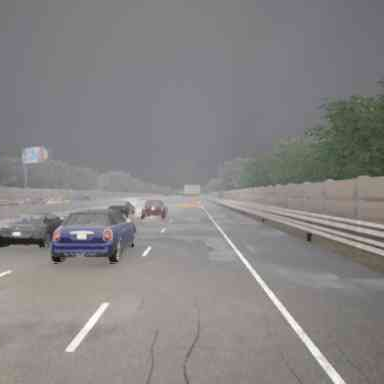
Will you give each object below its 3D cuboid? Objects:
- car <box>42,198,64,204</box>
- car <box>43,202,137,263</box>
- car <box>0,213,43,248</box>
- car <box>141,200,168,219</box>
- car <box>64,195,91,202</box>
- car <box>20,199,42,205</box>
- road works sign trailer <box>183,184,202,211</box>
[{"bbox_3d":[-21.045,1.757,52.117,1.882,1.535,5.008,0,0,0],"label":"car"},{"bbox_3d":[-3.398,1.404,12.371,2.097,1.767,4.553,0,0,0],"label":"car"},{"bbox_3d":[-6.897,1.629,15.090,1.994,1.385,4.181,0,0,0],"label":"car"},{"bbox_3d":[-3.396,1.500,31.084,2.097,1.767,4.553,0,0,0],"label":"car"},{"bbox_3d":[-17.545,1.500,52.238,2.150,2.045,5.566,0,0,1],"label":"car"},{"bbox_3d":[-24.537,1.823,51.629,2.033,1.411,5.357,0,0,1],"label":"car"},{"bbox_3d":[0.006,0.693,44.418,2.380,3.560,2.880,0,0,0],"label":"road works sign trailer"}]
